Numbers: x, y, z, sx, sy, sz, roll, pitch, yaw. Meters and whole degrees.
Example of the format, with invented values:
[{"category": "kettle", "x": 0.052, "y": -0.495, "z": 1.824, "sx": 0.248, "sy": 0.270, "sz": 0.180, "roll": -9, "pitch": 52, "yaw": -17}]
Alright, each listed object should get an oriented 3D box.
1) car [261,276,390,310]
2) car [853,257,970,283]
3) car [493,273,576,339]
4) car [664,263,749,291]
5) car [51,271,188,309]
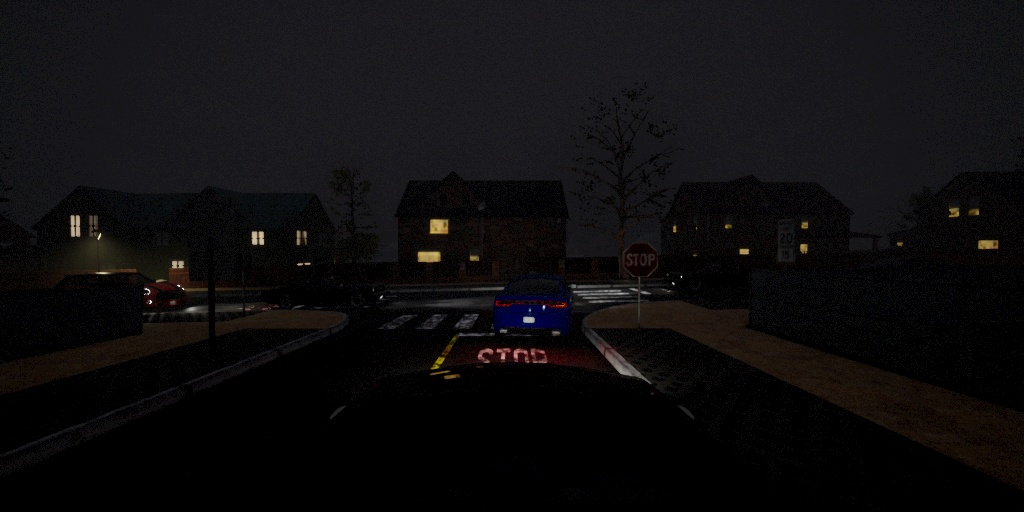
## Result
[{"category": "car", "x": -7.813, "y": 1.506, "z": 15.382, "sx": 4.718, "sy": 1.301, "sz": 1.895, "roll": -1, "pitch": 1, "yaw": 0}, {"category": "car", "x": 20.055, "y": 0.753, "z": 18.348, "sx": 5.357, "sy": 1.411, "sz": 2.033, "roll": -1, "pitch": 1, "yaw": 0}, {"category": "car", "x": 0.785, "y": 1.226, "z": 10.175, "sx": 1.882, "sy": 1.535, "sz": 5.008, "roll": 0, "pitch": 0, "yaw": 10}, {"category": "car", "x": 10.409, "y": 1.034, "z": 18.311, "sx": 4.718, "sy": 1.301, "sz": 1.895, "roll": -1, "pitch": 1, "yaw": -1}, {"category": "car", "x": -16.800, "y": 1.472, "z": 15.374, "sx": 4.553, "sy": 1.767, "sz": 2.097, "roll": -1, "pitch": 1, "yaw": 0}]
